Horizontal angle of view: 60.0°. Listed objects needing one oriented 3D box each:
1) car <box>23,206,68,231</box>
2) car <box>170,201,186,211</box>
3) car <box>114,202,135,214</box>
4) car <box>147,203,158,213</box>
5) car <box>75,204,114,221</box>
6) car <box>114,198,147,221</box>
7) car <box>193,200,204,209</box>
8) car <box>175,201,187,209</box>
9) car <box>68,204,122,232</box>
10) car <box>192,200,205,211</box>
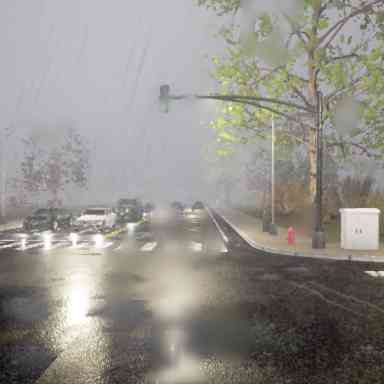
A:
[{"bbox_3d":[-9.601,1.753,22.656,1.837,1.490,4.892,0,-1,-1],"label":"car"},{"bbox_3d":[-2.302,2.146,51.304,1.882,1.535,5.008,0,-1,1],"label":"car"},{"bbox_3d":[-9.041,2.125,44.982,1.994,1.385,4.181,0,-1,1],"label":"car"},{"bbox_3d":[-5.780,2.144,45.613,1.994,1.385,4.181,0,-1,1],"label":"car"},{"bbox_3d":[-9.337,1.933,32.394,2.033,1.411,5.357,0,-1,2],"label":"car"},{"bbox_3d":[-6.100,1.612,31.988,2.150,2.045,5.566,0,-1,1],"label":"car"},{"bbox_3d":[1.194,2.322,61.642,1.837,1.490,4.892,0,-1,1],"label":"car"},{"bbox_3d":[-2.055,2.409,61.747,1.895,1.301,4.718,0,-1,1],"label":"car"},{"bbox_3d":[-6.333,1.779,22.287,1.812,1.442,4.674,0,-1,2],"label":"car"},{"bbox_3d":[0.947,2.183,51.226,1.837,1.490,4.892,0,-1,1],"label":"car"}]
